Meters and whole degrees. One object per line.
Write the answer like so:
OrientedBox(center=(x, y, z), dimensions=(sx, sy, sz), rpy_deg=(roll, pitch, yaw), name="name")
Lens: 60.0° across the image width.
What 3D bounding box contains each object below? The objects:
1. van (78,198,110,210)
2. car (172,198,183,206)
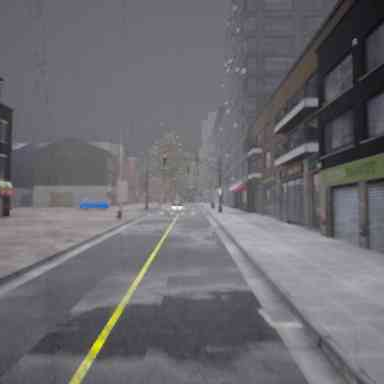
OrientedBox(center=(-12.944, 1.677, 44.271), dimensions=(3.998, 1.788, 1.690), rpy_deg=(0, -3, 0), name="van")
OrientedBox(center=(-2.777, 1.951, 63.390), dimensions=(2.128, 1.511, 4.902), rpy_deg=(0, 0, 0), name="car")
